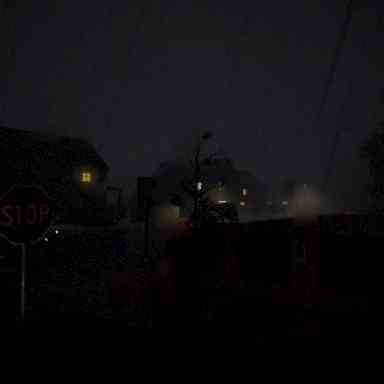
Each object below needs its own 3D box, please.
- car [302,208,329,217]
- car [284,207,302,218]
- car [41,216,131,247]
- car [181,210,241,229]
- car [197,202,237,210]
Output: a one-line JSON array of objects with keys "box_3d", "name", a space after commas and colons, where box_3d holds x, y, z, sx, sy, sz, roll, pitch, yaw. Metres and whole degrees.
[{"box_3d": [16.315, 2.852, 42.863, 2.128, 1.511, 4.902, 1, -1, 36], "name": "car"}, {"box_3d": [13.892, 2.808, 44.343, 2.128, 1.511, 4.902, 1, -1, 36], "name": "car"}, {"box_3d": [-5.429, 1.928, 17.098, 1.895, 1.301, 4.718, 1, -1, 35], "name": "car"}, {"box_3d": [1.460, 2.139, 21.832, 2.033, 1.411, 5.357, 1, -1, 36], "name": "car"}, {"box_3d": [1.876, 1.907, 27.443, 2.150, 2.045, 5.566, 1, 0, 35], "name": "car"}]
